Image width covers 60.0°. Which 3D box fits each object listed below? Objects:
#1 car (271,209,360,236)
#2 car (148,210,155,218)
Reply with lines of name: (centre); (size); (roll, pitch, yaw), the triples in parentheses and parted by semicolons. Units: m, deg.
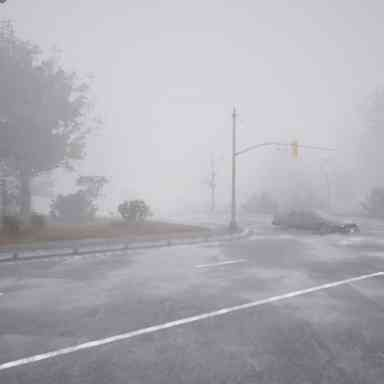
car: (7.395, 1.778, 20.555); (2.033, 1.411, 5.357); (1, -1, -33)
car: (-6.339, 2.534, 41.939); (1.994, 1.385, 4.181); (1, -3, -33)
